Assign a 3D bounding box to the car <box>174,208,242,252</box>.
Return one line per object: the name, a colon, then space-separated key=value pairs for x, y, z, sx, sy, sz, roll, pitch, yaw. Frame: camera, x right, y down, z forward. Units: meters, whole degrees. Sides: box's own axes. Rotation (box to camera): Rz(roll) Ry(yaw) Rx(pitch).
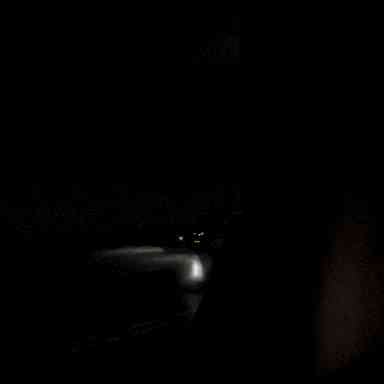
car: x=1.568 y=1.445 z=13.710 sx=4.892 sy=1.490 sz=1.837 roll=0 pitch=0 yaw=-36
